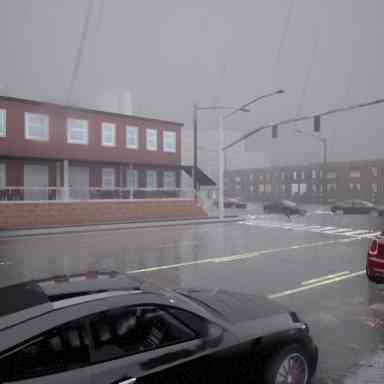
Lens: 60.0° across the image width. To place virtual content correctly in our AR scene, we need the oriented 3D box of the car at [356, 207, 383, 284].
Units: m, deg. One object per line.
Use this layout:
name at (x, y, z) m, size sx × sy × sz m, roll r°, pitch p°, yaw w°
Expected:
car at (6.428, 1.352, 8.392) m, size 4.553 × 1.767 × 2.097 m, roll 0°, pitch 0°, yaw -35°

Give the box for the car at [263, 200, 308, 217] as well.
car at (8.579, 1.505, 30.982) m, size 1.837 × 1.490 × 4.892 m, roll 1°, pitch 0°, yaw -25°

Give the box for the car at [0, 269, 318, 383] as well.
car at (-0.770, 1.526, 3.205) m, size 4.674 × 1.442 × 1.812 m, roll 0°, pitch 0°, yaw -35°

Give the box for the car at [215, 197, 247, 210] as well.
car at (5.002, 1.477, 43.154) m, size 1.882 × 1.535 × 5.008 m, roll 0°, pitch 0°, yaw -36°

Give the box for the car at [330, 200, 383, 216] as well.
car at (15.433, 1.507, 30.820) m, size 4.892 × 1.490 × 1.837 m, roll -1°, pitch 0°, yaw 38°
